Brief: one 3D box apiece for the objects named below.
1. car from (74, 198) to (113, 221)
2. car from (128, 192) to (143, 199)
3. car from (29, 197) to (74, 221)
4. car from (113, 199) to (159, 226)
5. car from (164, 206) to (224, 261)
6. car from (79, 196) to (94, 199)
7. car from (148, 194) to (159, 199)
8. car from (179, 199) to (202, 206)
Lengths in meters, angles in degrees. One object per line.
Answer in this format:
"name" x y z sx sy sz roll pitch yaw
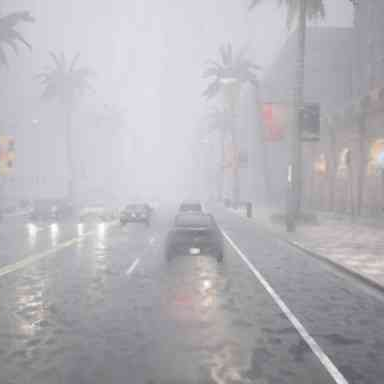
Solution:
"car" -7.289 1.415 25.801 1.812 1.442 4.674 0 0 -1
"car" -11.204 0.934 66.431 2.150 2.045 5.566 0 0 -1
"car" -10.790 1.241 25.937 2.097 1.767 4.553 0 0 -1
"car" -3.554 1.450 22.456 2.033 1.411 5.357 0 0 -1
"car" 0.061 1.452 12.032 1.837 1.490 4.892 0 0 0
"car" -14.006 1.293 43.801 2.231 1.521 4.892 0 0 -1
"car" -7.706 1.206 66.441 1.837 1.490 4.892 0 1 0
"car" -0.132 1.353 28.919 1.882 1.535 5.008 0 0 -1
